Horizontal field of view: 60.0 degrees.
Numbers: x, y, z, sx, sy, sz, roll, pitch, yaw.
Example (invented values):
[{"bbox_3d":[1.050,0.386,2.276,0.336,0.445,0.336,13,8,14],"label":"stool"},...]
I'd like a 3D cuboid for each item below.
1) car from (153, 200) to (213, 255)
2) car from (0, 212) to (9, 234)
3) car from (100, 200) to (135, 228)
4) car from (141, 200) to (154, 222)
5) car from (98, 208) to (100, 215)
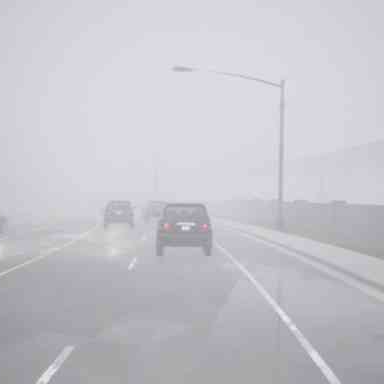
[{"bbox_3d":[-0.450,1.436,14.440,2.150,2.045,5.566,1,-1,-5],"label":"car"},{"bbox_3d":[-11.564,1.595,17.697,1.882,1.535,5.008,1,-2,-8],"label":"car"},{"bbox_3d":[-5.599,1.634,25.731,2.150,2.045,5.566,1,-1,-11],"label":"car"},{"bbox_3d":[-3.773,1.839,33.226,2.150,2.045,5.566,1,-1,-15],"label":"car"},{"bbox_3d":[-10.918,2.324,42.920,1.994,1.385,4.181,1,-1,-23],"label":"car"}]
